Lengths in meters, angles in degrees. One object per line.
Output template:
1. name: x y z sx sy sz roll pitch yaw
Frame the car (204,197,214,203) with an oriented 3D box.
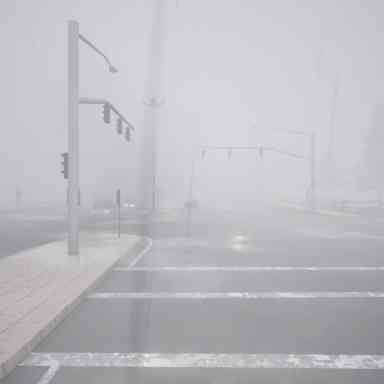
1. car: 3.441 1.601 68.949 1.895 1.301 4.718 0 0 0

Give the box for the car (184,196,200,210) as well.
1. car: -0.037 1.526 43.480 1.812 1.442 4.674 0 0 0

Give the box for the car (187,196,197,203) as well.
1. car: -0.059 1.564 68.915 1.994 1.385 4.181 0 0 0

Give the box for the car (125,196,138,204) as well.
1. car: -11.556 1.497 63.553 2.128 1.511 4.902 0 0 0

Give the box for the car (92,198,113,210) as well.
1. car: -11.617 1.526 43.711 1.812 1.442 4.674 0 0 0
